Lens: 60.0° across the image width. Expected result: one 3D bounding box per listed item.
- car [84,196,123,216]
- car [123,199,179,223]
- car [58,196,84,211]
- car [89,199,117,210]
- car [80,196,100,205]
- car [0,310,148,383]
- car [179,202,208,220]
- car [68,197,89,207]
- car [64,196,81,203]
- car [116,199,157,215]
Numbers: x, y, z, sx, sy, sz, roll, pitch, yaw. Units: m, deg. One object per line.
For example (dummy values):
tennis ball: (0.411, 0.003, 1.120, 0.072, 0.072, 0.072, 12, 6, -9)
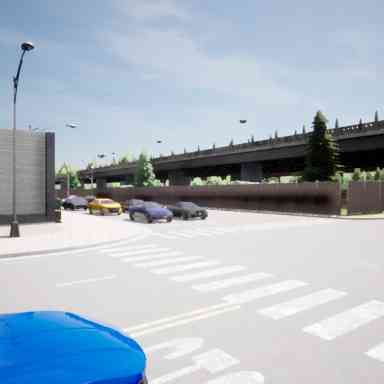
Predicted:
car: (-8.571, 1.422, 32.520, 1.882, 1.535, 5.008, 0, 0, -36)
car: (-3.204, 1.470, 25.015, 1.812, 1.442, 4.674, 0, 0, -36)
car: (-14.267, 1.492, 40.499, 2.033, 1.411, 5.357, 0, 0, -35)
car: (-11.476, 1.545, 42.632, 1.895, 1.301, 4.718, 0, 0, -35)
car: (-17.819, 1.422, 57.832, 1.882, 1.535, 5.008, 0, 0, -36)
car: (-2.624, 1.478, 1.902, 5.008, 1.535, 1.882, 0, 0, -36)
car: (-0.541, 1.508, 27.305, 1.994, 1.385, 4.181, 0, 0, -36)
car: (-17.435, 1.470, 51.074, 1.812, 1.442, 4.674, 0, 0, -35)
car: (-23.745, 1.469, 65.951, 1.812, 1.442, 4.674, 0, 0, -36)
car: (-5.906, 1.492, 34.822, 2.033, 1.411, 5.357, 0, 0, -35)
